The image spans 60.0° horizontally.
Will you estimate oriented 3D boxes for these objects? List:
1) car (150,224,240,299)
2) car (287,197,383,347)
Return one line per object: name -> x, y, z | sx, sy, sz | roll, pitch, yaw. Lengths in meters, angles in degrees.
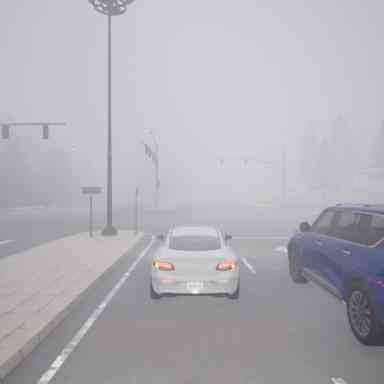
car -> 0.062, 1.525, 8.300 | 1.812, 1.442, 4.674 | 0, 0, 0
car -> 3.553, 1.221, 6.454 | 2.150, 2.045, 5.566 | 0, 0, 1
